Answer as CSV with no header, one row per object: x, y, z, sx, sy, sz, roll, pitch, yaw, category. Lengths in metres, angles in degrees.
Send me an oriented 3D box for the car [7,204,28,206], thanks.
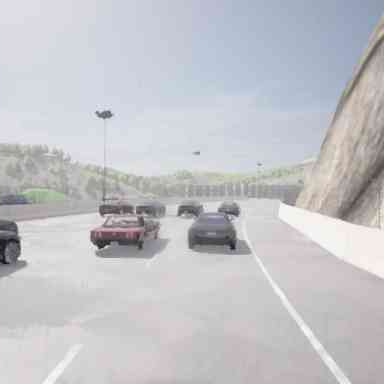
-18.088,1.214,31.790,2.150,2.045,5.566,0,0,10,car

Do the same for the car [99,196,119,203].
-17.669,1.621,71.106,1.895,1.301,4.718,0,0,21,car

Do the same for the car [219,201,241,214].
3.720,1.609,32.807,1.994,1.385,4.181,0,0,12,car

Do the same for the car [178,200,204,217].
-0.072,1.539,31.761,1.837,1.490,4.892,0,0,11,car

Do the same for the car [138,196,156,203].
-9.688,1.650,72.155,1.895,1.301,4.718,0,0,23,car

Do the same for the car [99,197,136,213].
-7.153,1.496,32.035,1.882,1.535,5.008,0,0,11,car

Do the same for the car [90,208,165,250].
-2.640,1.610,14.392,1.895,1.301,4.718,0,0,5,car

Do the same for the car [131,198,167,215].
-3.758,1.530,31.145,1.837,1.490,4.892,0,0,11,car

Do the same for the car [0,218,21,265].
-6.537,1.486,8.855,2.128,1.511,4.902,0,0,3,car

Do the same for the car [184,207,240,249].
0.945,1.582,14.821,1.994,1.385,4.181,0,0,5,car
